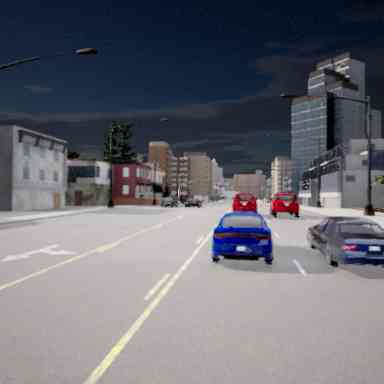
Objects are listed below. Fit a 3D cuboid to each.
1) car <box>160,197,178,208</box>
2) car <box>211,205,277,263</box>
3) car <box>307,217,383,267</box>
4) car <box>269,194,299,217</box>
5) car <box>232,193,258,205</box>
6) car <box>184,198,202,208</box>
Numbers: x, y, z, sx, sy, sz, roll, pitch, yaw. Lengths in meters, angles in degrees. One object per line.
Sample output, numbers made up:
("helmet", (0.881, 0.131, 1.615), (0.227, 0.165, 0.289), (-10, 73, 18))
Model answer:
("car", (-3.253, 1.493, 47.444), (1.837, 1.490, 4.892), (0, -1, 9))
("car", (1.822, 1.453, 11.958), (1.882, 1.535, 5.008), (0, 0, 10))
("car", (5.257, 1.542, 11.284), (2.033, 1.411, 5.357), (0, 0, 10))
("car", (8.328, 1.152, 30.202), (2.150, 2.045, 5.566), (0, 0, 9))
("car", (4.866, 1.134, 30.727), (2.150, 2.045, 5.566), (0, 0, 9))
("car", (0.186, 1.569, 46.794), (1.994, 1.385, 4.181), (0, -1, 9))
